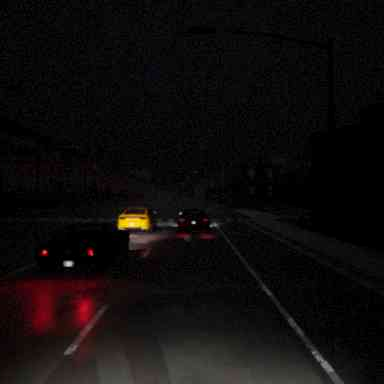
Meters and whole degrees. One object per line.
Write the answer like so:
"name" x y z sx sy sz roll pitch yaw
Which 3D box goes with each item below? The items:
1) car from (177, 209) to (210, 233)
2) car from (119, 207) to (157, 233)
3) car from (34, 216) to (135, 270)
"car" 0.123 1.758 21.213 1.994 1.385 4.181 0 -1 1
"car" -3.368 1.671 21.244 1.882 1.535 5.008 0 -1 0
"car" -3.385 1.705 11.348 1.895 1.301 4.718 0 -1 0
